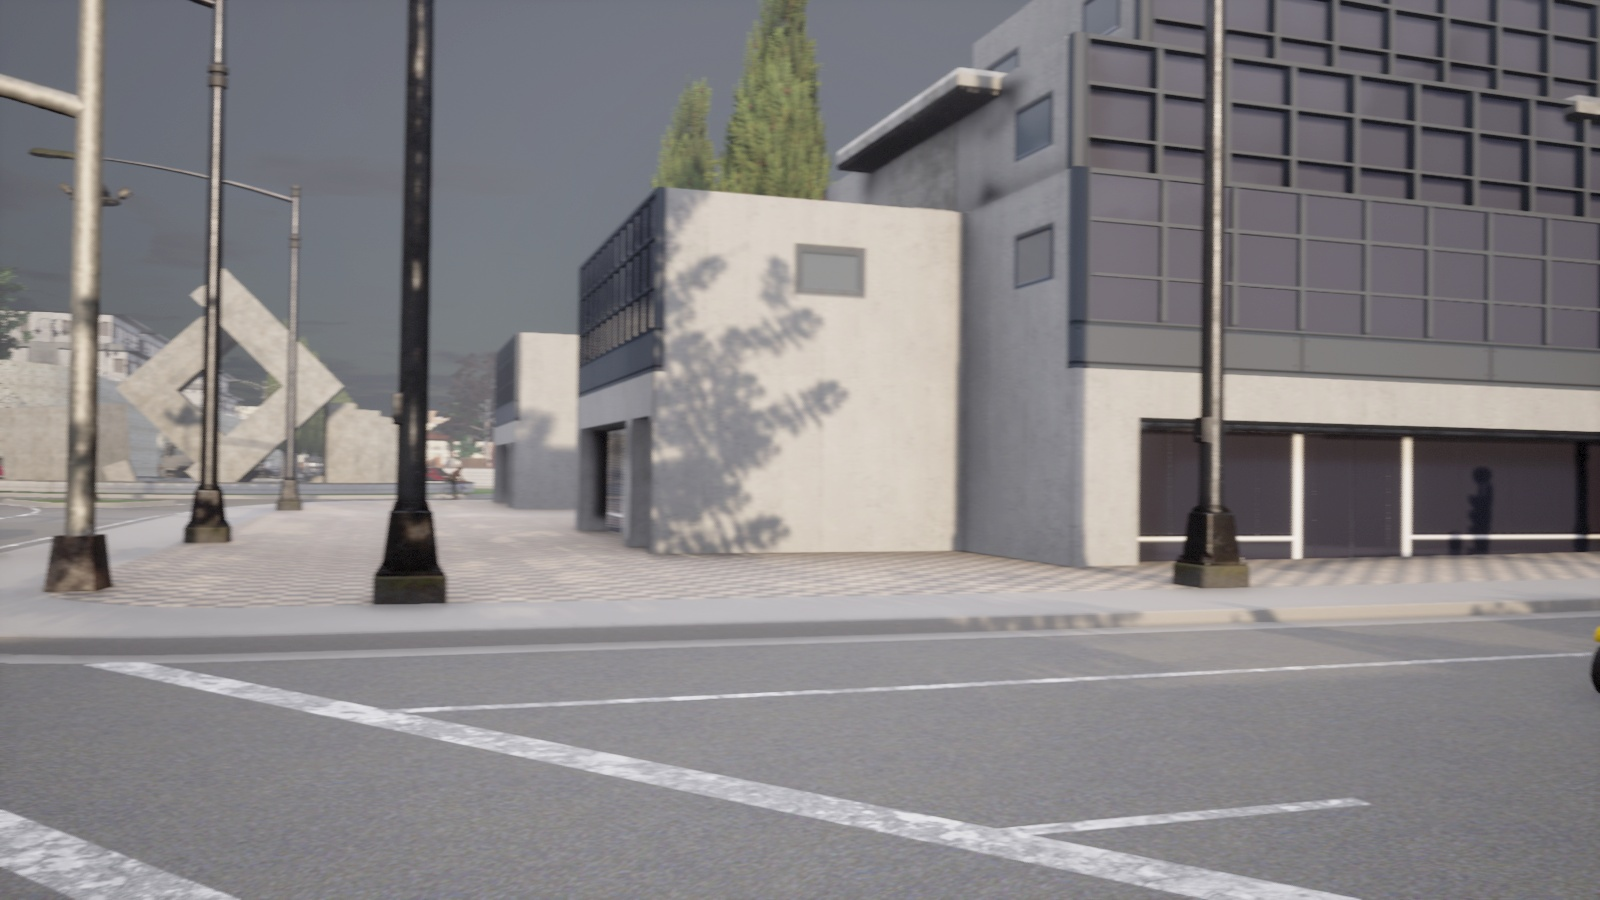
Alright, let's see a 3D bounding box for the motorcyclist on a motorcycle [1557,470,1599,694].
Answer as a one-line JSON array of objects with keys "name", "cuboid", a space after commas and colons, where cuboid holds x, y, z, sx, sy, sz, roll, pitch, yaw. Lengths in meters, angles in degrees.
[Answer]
[{"name": "motorcyclist on a motorcycle", "cuboid": [6.570, 0.939, 9.094, 1.817, 1.590, 0.866, 0, -1, -17]}]
